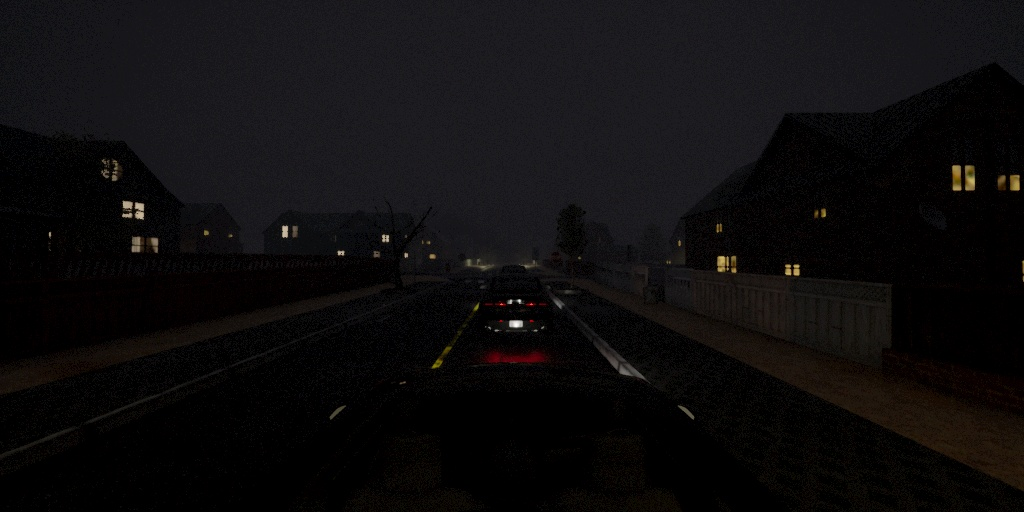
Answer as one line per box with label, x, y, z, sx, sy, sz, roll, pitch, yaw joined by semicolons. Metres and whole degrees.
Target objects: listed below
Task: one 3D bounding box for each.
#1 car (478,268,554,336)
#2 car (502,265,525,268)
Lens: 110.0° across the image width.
car;0.098;1.260;10.379;1.837;1.490;4.892;0;0;0
car;0.103;1.273;21.531;1.837;1.490;4.892;0;0;0
